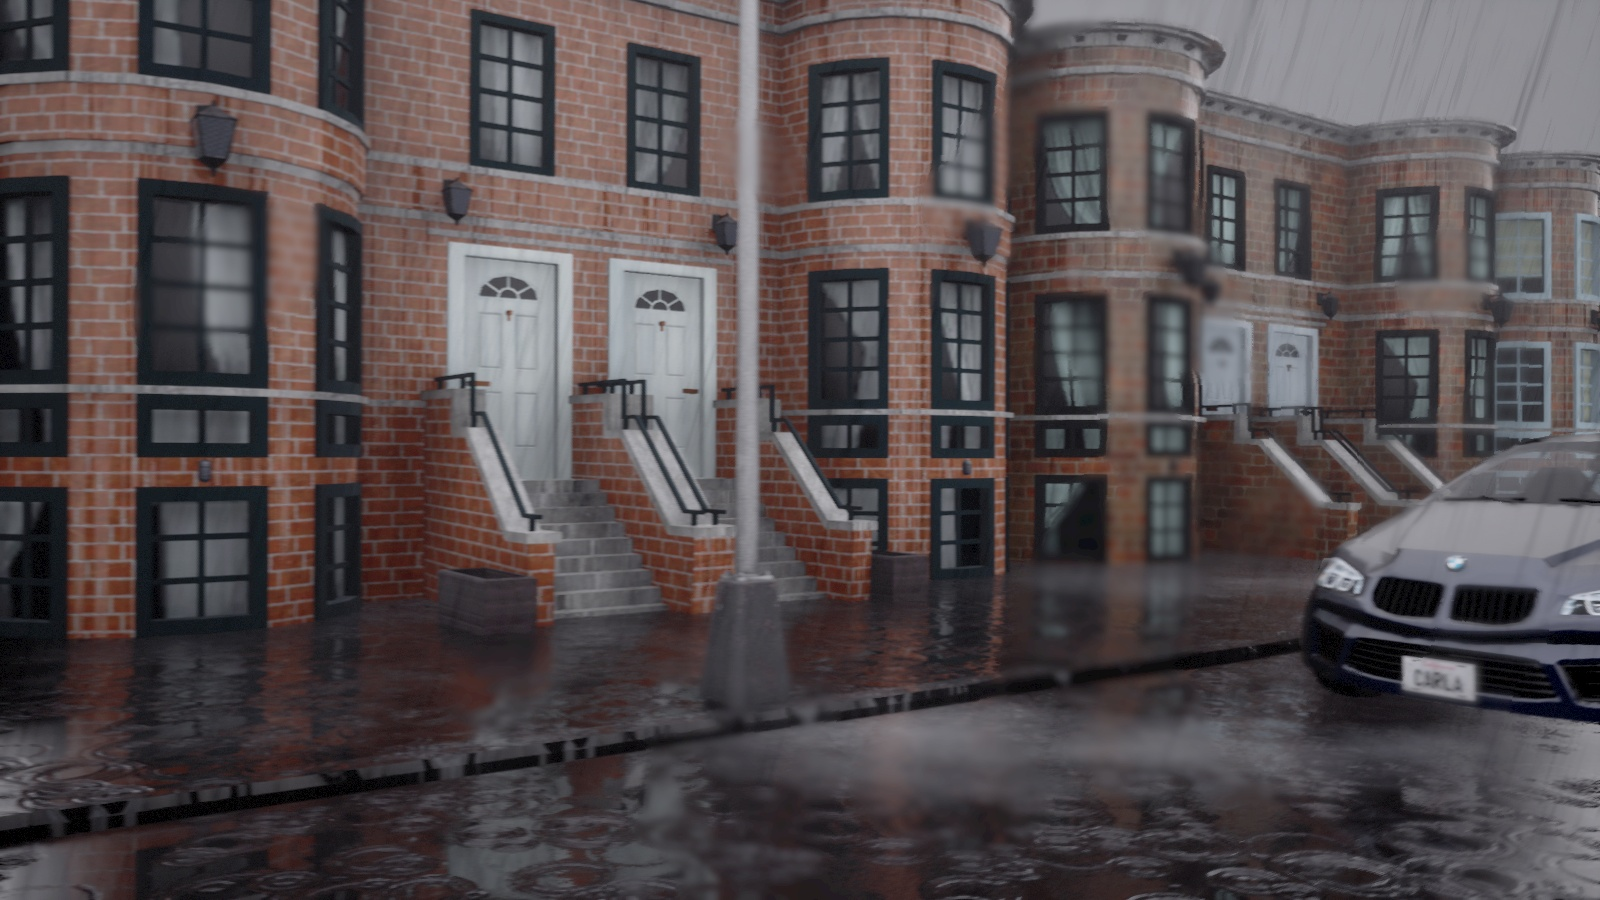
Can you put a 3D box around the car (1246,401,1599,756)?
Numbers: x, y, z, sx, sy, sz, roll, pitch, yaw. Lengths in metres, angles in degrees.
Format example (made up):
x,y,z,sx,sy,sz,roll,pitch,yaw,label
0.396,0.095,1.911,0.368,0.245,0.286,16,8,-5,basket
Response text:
x,y,z,sx,sy,sz,roll,pitch,yaw,label
5.194,0.611,7.875,4.611,1.667,2.242,0,0,-35,car
